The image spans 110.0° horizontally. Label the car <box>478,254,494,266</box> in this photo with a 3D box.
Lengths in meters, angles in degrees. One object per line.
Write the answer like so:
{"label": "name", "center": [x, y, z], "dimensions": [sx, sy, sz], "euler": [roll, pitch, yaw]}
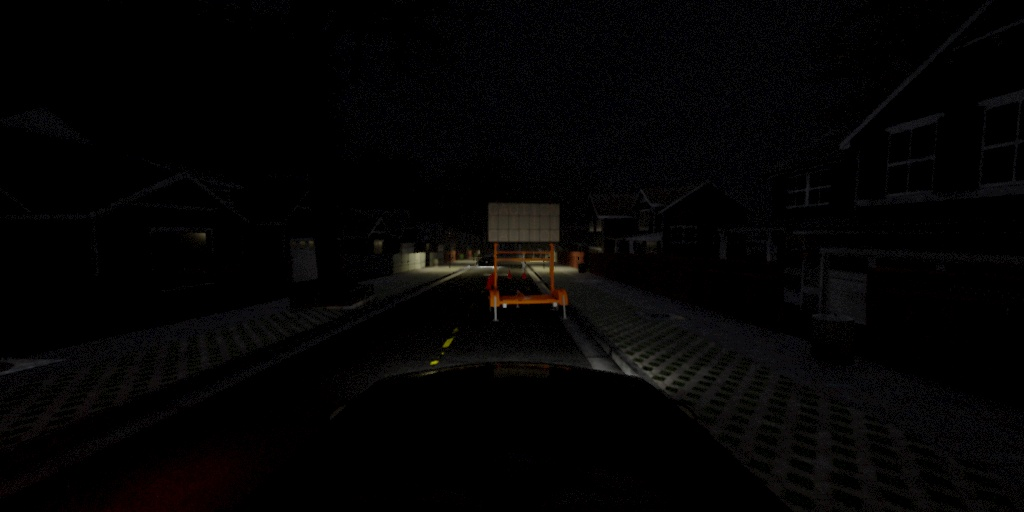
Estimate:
{"label": "car", "center": [-2.852, 0.467, 42.215], "dimensions": [1.994, 1.385, 4.181], "euler": [0, 1, 0]}

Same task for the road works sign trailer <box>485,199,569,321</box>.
{"label": "road works sign trailer", "center": [0.358, -0.002, 11.565], "dimensions": [2.380, 3.560, 2.880], "euler": [0, 0, -7]}
